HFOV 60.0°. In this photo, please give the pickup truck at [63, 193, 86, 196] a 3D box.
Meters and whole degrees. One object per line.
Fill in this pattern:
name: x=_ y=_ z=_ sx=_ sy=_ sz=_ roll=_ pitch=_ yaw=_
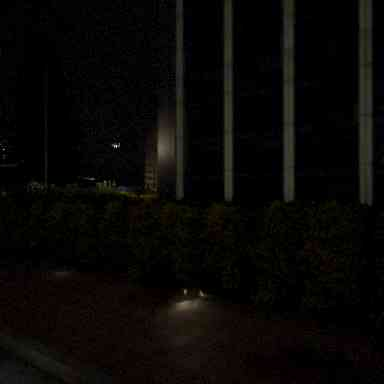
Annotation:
pickup truck: x=-21.445 y=1.175 z=61.693 sx=6.274 sy=2.098 sz=2.390 roll=0 pitch=0 yaw=-24
